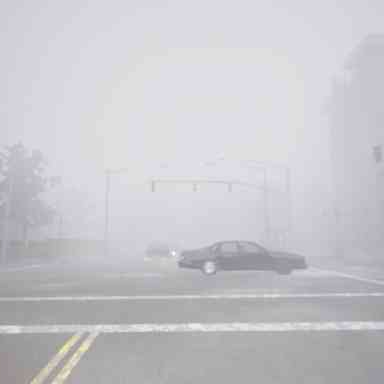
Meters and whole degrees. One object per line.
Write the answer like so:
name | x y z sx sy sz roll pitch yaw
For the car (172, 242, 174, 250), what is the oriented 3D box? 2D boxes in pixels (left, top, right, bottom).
car | -3.255 8.755 53.524 2.128 1.511 4.902 0 -9 1

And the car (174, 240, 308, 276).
car | 2.038 2.793 14.298 5.357 1.411 2.033 0 -9 -1

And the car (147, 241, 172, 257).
car | -3.402 5.774 33.890 1.882 1.535 5.008 0 -8 0
